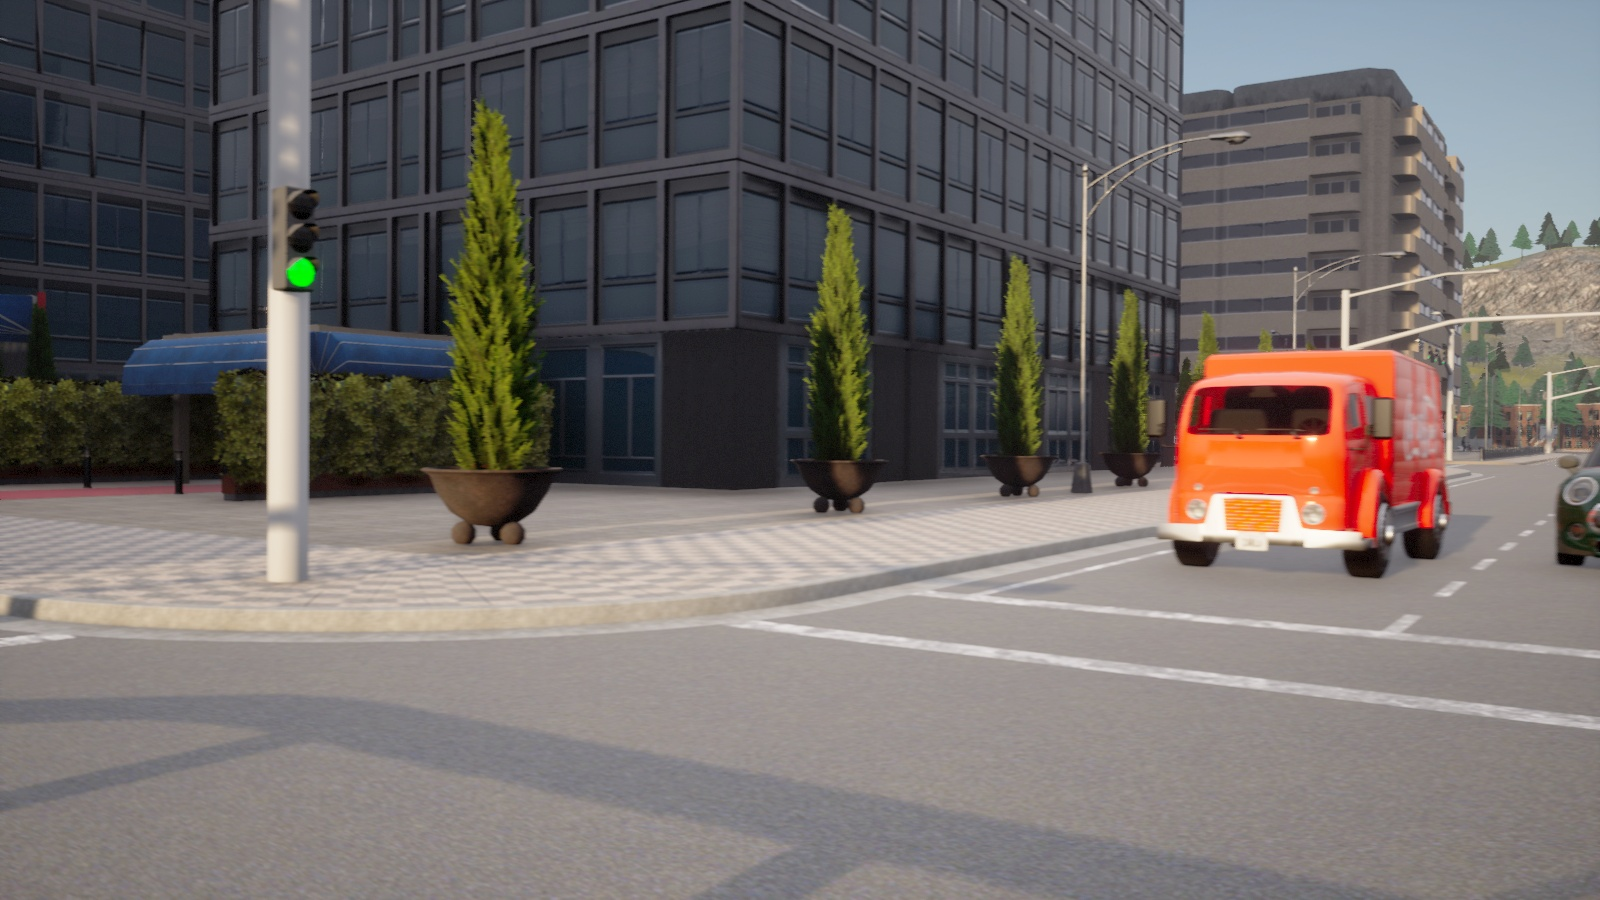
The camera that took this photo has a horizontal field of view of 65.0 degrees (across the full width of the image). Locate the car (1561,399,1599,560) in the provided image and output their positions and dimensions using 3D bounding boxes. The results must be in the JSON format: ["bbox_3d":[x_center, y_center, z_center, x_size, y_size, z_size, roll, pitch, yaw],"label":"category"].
[{"bbox_3d":[10.595,0.286,15.249,2.097,1.767,4.553,0,1,34],"label":"car"}]

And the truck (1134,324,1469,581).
[{"bbox_3d":[6.149,-0.015,14.930,2.627,2.467,5.204,0,1,34],"label":"truck"}]
